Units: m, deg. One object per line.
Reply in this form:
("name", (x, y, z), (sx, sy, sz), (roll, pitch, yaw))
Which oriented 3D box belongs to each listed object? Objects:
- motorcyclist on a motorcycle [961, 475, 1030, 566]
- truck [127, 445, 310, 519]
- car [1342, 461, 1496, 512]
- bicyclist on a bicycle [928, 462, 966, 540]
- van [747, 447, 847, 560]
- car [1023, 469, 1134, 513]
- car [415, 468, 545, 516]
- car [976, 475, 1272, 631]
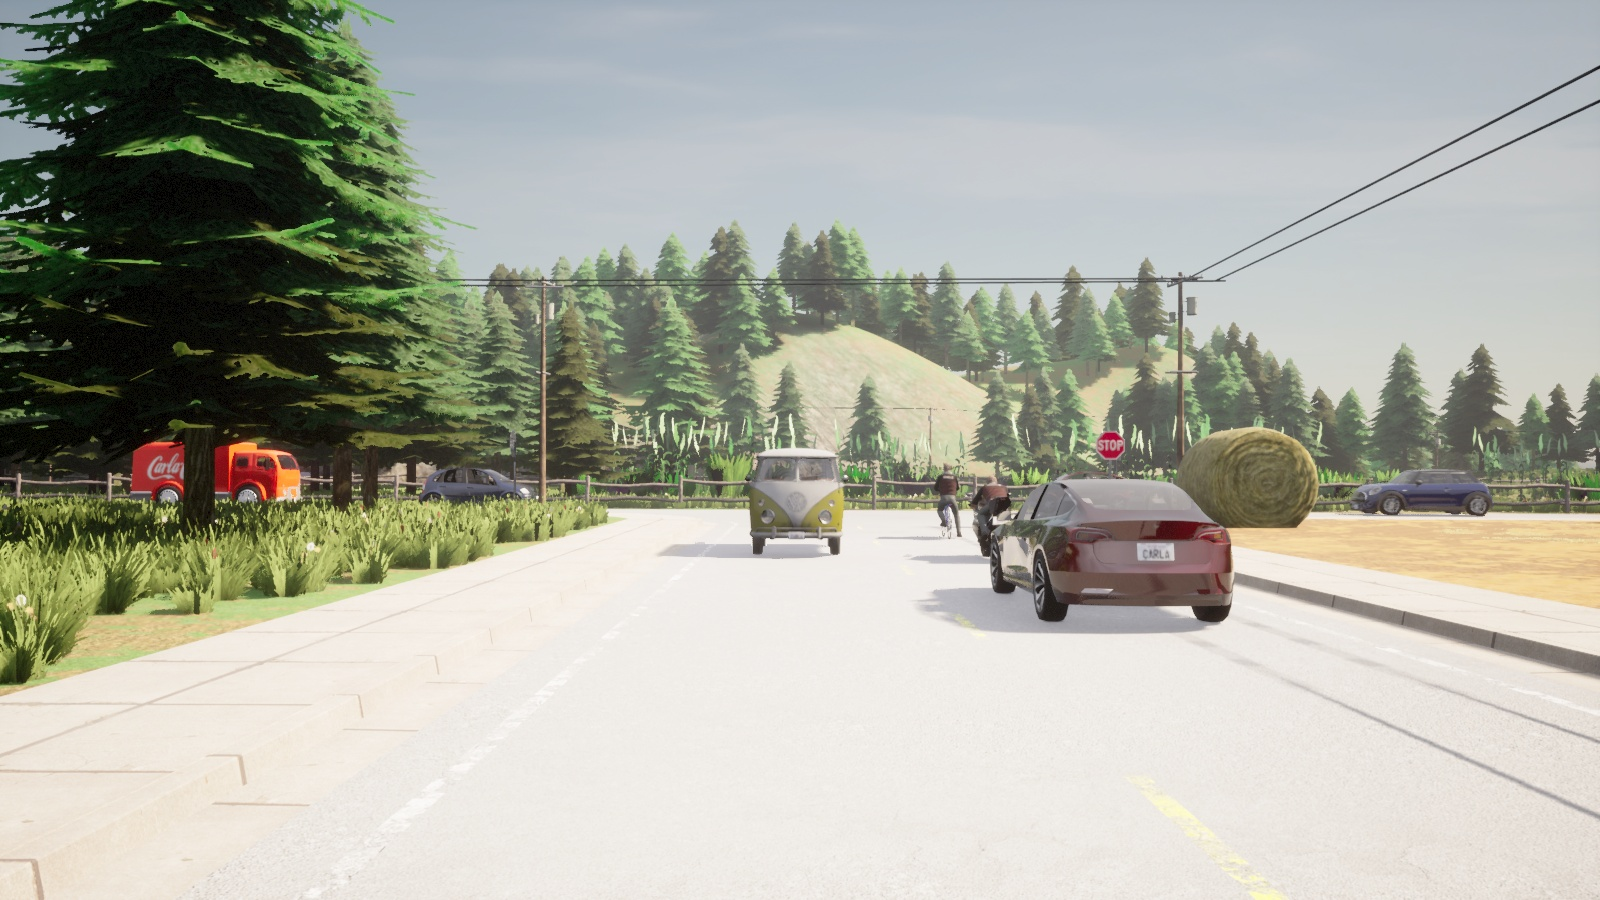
("motorcyclist on a motorcycle", (3.447, 1.210, 22.362), (0.866, 1.530, 2.191), (0, -1, 0))
("truck", (-20.306, 1.117, 44.047), (5.204, 2.467, 2.627), (-1, -1, 2))
("car", (22.396, 1.312, 45.599), (4.553, 1.767, 2.097), (0, -1, 3))
("bicyclist on a bicycle", (3.430, 1.163, 29.355), (0.659, 1.776, 1.843), (0, -1, 0))
("van", (-0.056, 0.977, 24.437), (1.775, 1.987, 4.442), (0, -1, 0))
("car", (10.199, 1.491, 46.156), (3.705, 1.549, 1.789), (0, -1, 3))
("car", (-11.075, 1.453, 43.640), (3.988, 1.617, 1.851), (0, -1, 3))
("car", (3.466, 1.044, 14.535), (2.163, 1.488, 4.792), (0, -1, 0))
